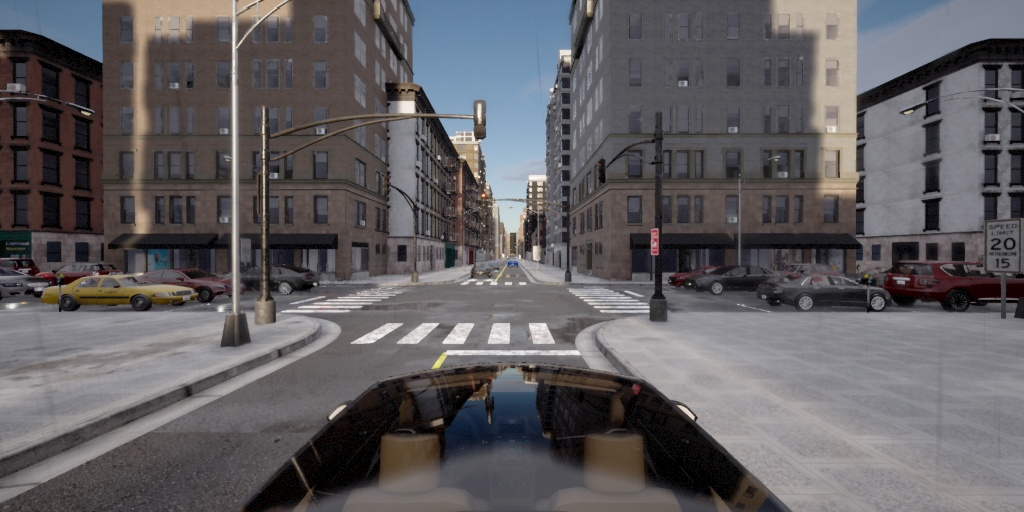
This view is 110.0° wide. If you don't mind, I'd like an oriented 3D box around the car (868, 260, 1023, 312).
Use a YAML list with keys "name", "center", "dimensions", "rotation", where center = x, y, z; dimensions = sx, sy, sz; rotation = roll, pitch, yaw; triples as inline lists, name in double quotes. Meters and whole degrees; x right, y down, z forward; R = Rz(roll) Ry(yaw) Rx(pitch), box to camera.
- name: "car"
  center: [17.202, 1.090, 13.644]
  dimensions: [5.009, 1.841, 2.192]
  rotation: [0, 0, 0]

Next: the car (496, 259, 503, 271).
- name: "car"
  center: [-2.726, 1.309, 50.521]
  dimensions: [2.033, 1.411, 5.357]
  rotation: [0, 0, 0]

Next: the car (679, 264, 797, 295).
- name: "car"
  center: [11.922, 1.253, 19.143]
  dimensions: [4.892, 1.490, 1.837]
  rotation: [0, 0, 0]

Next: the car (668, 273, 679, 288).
- name: "car"
  center: [11.820, 1.280, 21.687]
  dimensions: [4.507, 1.381, 1.888]
  rotation: [0, 0, 0]

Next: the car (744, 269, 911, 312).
- name: "car"
  center: [11.793, 1.325, 13.662]
  dimensions: [4.403, 1.370, 2.007]
  rotation: [0, 0, 0]

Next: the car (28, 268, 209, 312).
- name: "car"
  center: [-14.883, 1.294, 13.751]
  dimensions: [4.829, 1.417, 1.751]
  rotation: [0, 0, 0]

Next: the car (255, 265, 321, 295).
- name: "car"
  center: [-12.786, 1.248, 18.945]
  dimensions: [4.892, 1.490, 1.837]
  rotation: [0, 2, 1]

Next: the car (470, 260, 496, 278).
- name: "car"
  center: [-2.771, 1.259, 33.402]
  dimensions: [1.837, 1.490, 4.892]
  rotation: [0, 0, 0]

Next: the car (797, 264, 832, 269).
- name: "car"
  center: [17.229, 1.176, 21.669]
  dimensions: [4.097, 1.591, 1.967]
  rotation: [0, 0, 0]

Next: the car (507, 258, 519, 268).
- name: "car"
  center: [0.153, 1.247, 63.171]
  dimensions: [1.882, 1.535, 5.008]
  rotation: [0, 0, 0]

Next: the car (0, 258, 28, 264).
- name: "car"
  center: [-32.011, 1.042, 21.833]
  dimensions: [5.009, 1.841, 2.192]
  rotation: [0, 0, 0]

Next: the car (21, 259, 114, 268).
- name: "car"
  center: [-26.349, 1.168, 21.814]
  dimensions: [4.097, 1.591, 1.967]
  rotation: [0, 0, 0]

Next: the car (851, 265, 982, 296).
- name: "car"
  center: [21.404, 1.255, 19.115]
  dimensions: [4.892, 1.490, 1.837]
  rotation: [0, 0, 0]

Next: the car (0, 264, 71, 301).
- name: "car"
  center: [-23.930, 1.247, 16.312]
  dimensions: [4.902, 1.511, 2.128]
  rotation: [0, 0, 0]

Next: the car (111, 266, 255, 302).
- name: "car"
  center: [-14.774, 1.282, 16.265]
  dimensions: [4.674, 1.442, 1.812]
  rotation: [0, 0, 0]
